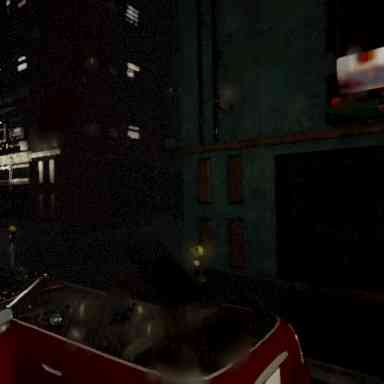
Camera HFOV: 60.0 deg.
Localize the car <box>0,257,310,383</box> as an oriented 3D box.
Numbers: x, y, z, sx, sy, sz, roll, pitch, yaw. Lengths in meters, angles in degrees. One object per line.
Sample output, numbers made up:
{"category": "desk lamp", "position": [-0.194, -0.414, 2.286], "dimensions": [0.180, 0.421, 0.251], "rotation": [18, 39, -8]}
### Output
{"category": "car", "position": [-0.981, 1.453, 3.594], "dimensions": [4.097, 1.590, 1.967], "rotation": [0, -1, 36]}
